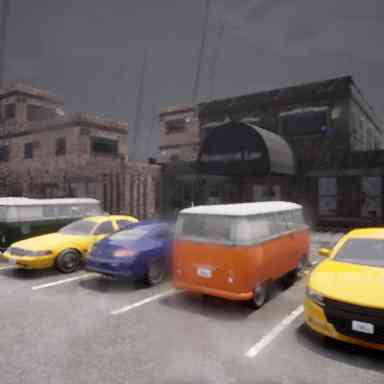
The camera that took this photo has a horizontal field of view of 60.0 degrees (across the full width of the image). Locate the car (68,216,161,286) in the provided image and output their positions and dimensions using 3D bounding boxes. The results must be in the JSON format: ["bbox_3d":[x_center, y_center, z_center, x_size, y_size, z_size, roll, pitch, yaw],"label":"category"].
[{"bbox_3d":[-0.832,1.525,9.543,2.002,1.452,4.674,0,0,35],"label":"car"}]

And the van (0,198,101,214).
[{"bbox_3d":[-5.254,1.265,12.843,1.878,1.987,4.442,0,0,35],"label":"van"}]

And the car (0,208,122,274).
[{"bbox_3d":[-3.183,1.485,10.995,1.946,1.575,5.366,0,0,35],"label":"car"}]

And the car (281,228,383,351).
[{"bbox_3d":[3.663,1.480,6.348,2.097,1.535,5.008,0,0,35],"label":"car"}]

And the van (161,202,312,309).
[{"bbox_3d":[1.482,1.256,8.040,1.878,1.987,4.442,0,0,35],"label":"van"}]
